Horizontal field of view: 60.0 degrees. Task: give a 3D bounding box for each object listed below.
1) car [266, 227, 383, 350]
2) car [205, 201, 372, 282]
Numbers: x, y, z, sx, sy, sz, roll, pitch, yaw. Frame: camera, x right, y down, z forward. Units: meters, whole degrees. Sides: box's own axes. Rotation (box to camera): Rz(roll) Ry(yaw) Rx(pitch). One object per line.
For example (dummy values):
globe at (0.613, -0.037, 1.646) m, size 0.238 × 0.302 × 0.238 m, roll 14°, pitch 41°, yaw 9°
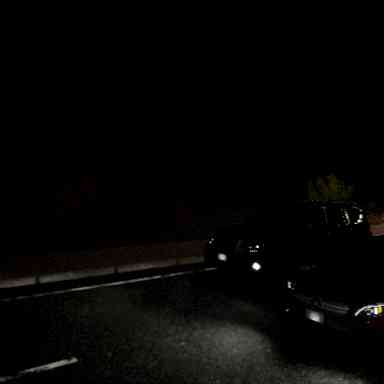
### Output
car at (3.735, 1.587, 6.230) m, size 4.674 × 1.442 × 1.812 m, roll 1°, pitch 0°, yaw -34°
car at (3.032, 1.289, 9.689) m, size 5.566 × 2.045 × 2.150 m, roll 1°, pitch -1°, yaw -34°
